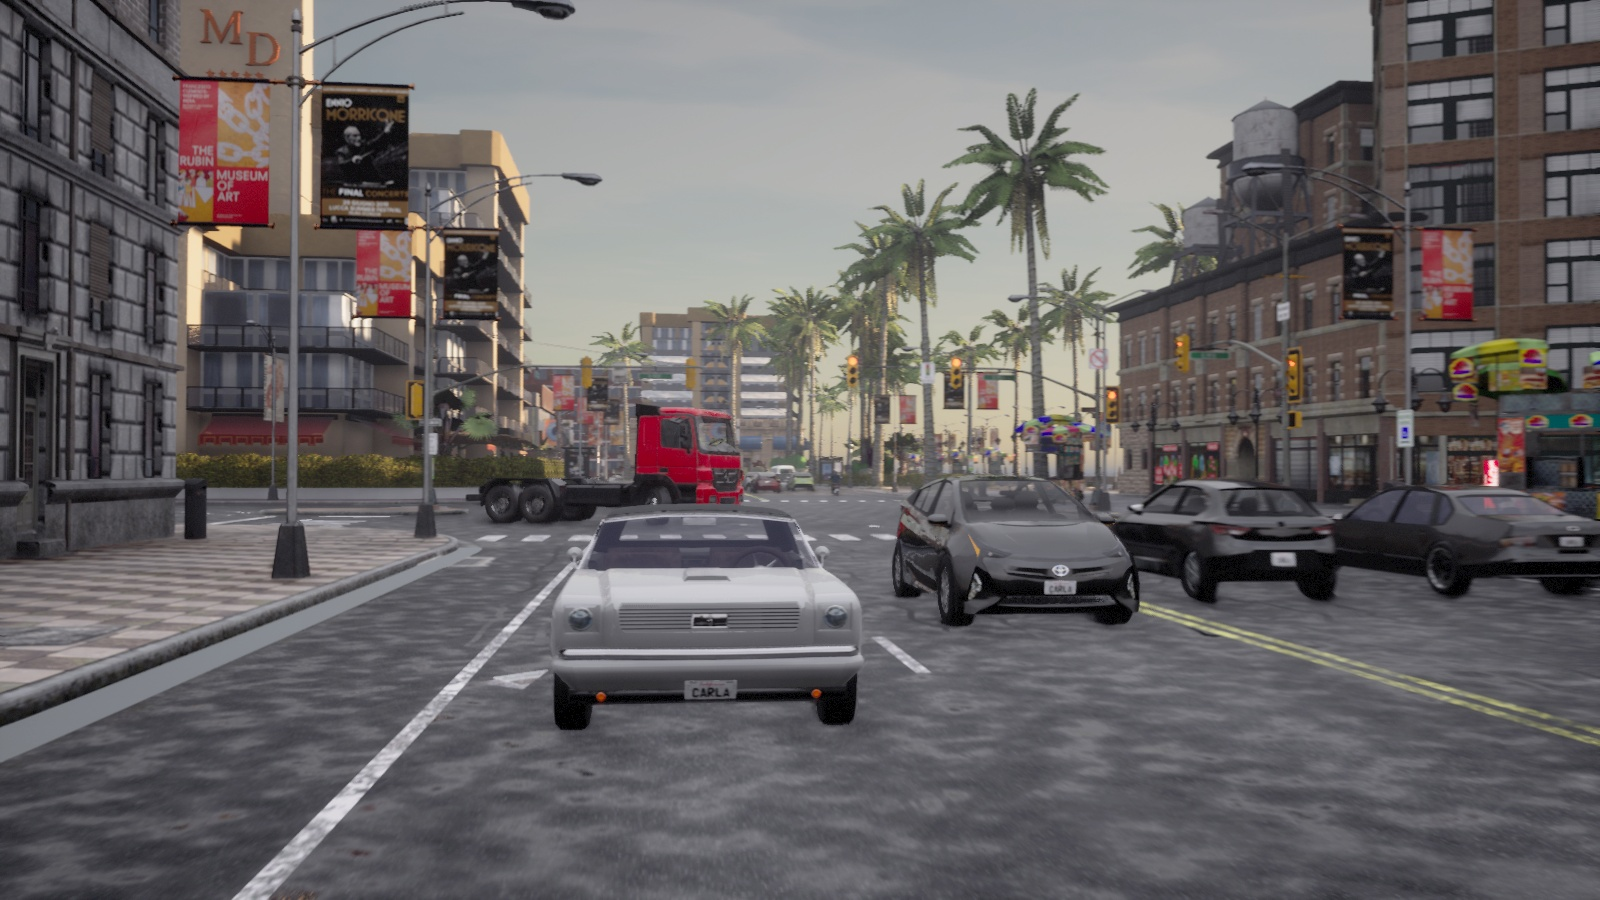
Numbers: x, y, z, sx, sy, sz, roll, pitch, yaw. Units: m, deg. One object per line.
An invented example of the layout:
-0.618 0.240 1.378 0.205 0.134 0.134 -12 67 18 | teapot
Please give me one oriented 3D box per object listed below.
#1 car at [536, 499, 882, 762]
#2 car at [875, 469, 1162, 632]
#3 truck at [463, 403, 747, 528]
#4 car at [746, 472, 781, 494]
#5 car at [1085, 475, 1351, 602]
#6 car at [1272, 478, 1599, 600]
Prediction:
-0.748 1.074 9.254 1.895 1.301 4.718 0 -1 -6 | car
2.224 0.988 14.198 2.007 1.525 4.514 0 -1 -6 | car
-5.808 0.487 37.355 7.936 3.462 2.891 -1 -1 20 | truck
-2.640 2.329 89.612 2.163 1.488 4.792 0 -1 -6 | car
5.437 1.085 16.975 1.816 1.474 4.193 0 -1 -6 | car
8.905 1.112 17.597 2.033 1.411 5.357 0 -1 -7 | car
